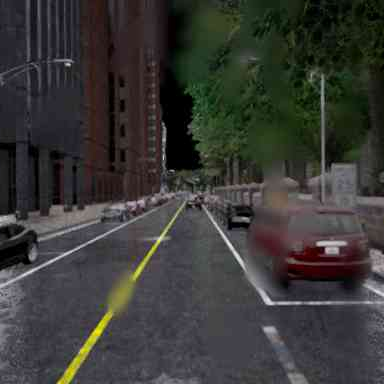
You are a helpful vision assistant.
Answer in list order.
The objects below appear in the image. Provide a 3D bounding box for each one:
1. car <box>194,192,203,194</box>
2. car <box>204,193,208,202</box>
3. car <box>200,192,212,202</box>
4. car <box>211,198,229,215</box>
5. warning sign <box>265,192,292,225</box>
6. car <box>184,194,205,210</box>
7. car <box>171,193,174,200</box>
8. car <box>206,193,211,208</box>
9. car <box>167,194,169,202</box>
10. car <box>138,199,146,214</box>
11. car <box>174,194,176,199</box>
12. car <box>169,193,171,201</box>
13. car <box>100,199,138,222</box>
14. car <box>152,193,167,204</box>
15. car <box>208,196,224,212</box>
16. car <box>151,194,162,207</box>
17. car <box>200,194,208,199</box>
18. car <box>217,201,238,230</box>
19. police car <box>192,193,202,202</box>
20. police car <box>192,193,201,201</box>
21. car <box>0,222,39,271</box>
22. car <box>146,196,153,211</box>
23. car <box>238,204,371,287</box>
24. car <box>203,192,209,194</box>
[{"bbox_3d":[0.199,1.247,49.474,1.882,1.535,5.008,0,0,0],"label":"car"},{"bbox_3d":[2.853,1.220,41.696,1.967,1.590,4.097,0,0,0],"label":"car"},{"bbox_3d":[2.915,0.991,68.978,2.192,1.841,5.009,0,0,0],"label":"car"},{"bbox_3d":[2.815,1.397,25.327,2.008,1.369,4.403,0,0,0],"label":"car"},{"bbox_3d":[5.103,0.967,19.606,1.300,1.860,1.060,0,0,0],"label":"warning sign"},{"bbox_3d":[0.184,1.316,38.917,1.837,1.490,4.892,0,0,0],"label":"car"},{"bbox_3d":[-5.596,1.162,74.452,1.967,1.590,4.097,0,0,0],"label":"car"},{"bbox_3d":[2.840,1.242,36.240,1.967,1.590,4.097,0,0,0],"label":"car"},{"bbox_3d":[-5.633,1.325,58.082,1.887,1.381,4.507,0,0,0],"label":"car"},{"bbox_3d":[-5.697,1.471,30.797,1.802,1.307,4.206,0,0,0],"label":"car"},{"bbox_3d":[-5.582,1.254,79.910,2.008,1.369,4.403,0,0,0],"label":"car"},{"bbox_3d":[-5.620,1.306,63.539,1.887,1.381,4.507,0,0,0],"label":"car"},{"bbox_3d":[-5.710,1.462,25.340,2.008,1.369,4.403,0,0,0],"label":"car"},{"bbox_3d":[-5.648,1.117,52.624,2.192,1.841,5.009,0,0,0],"label":"car"},{"bbox_3d":[2.828,1.375,30.784,2.008,1.369,4.403,0,0,0],"label":"car"},{"bbox_3d":[-5.658,1.405,47.168,1.802,1.307,4.206,0,0,0],"label":"car"},{"bbox_3d":[2.956,1.184,85.349,1.947,1.339,4.313,0,0,0],"label":"car"},{"bbox_3d":[2.803,1.434,19.871,1.947,1.339,4.313,0,0,0],"label":"car"},{"bbox_3d":[1.038,1.114,69.727,1.930,1.638,5.238,0,0,0],"label":"police car"},{"bbox_3d":[1.070,1.092,75.727,1.930,1.638,5.238,0,0,0],"label":"police car"},{"bbox_3d":[-5.748,1.545,8.969,1.947,1.339,4.313,0,0,0],"label":"car"},{"bbox_3d":[-5.684,1.449,36.254,1.802,1.307,4.206,0,0,0],"label":"car"},{"bbox_3d":[2.775,1.228,8.957,2.192,1.841,5.009,0,0,0],"label":"car"},{"bbox_3d":[2.892,1.240,58.236,1.752,1.417,4.829,0,0,0],"label":"car"}]
